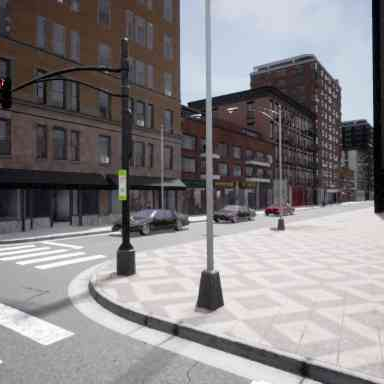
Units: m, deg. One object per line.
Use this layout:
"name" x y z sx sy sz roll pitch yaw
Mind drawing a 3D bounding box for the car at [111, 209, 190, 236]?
"car" -2.260 1.708 19.981 2.033 1.411 5.357 -1 -1 36

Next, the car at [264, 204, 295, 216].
"car" 9.653 1.930 36.522 1.895 1.301 4.718 -1 -1 36

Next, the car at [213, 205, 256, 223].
"car" 3.642 1.793 28.191 2.033 1.411 5.357 -1 -1 35
